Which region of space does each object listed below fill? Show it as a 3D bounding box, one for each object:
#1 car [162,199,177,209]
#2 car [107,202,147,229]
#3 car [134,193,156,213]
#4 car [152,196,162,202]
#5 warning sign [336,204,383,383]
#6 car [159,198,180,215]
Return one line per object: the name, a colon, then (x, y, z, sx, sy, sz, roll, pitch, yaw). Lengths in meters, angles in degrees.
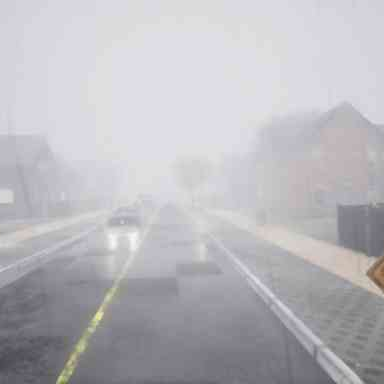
car: (-3.173, 1.690, 47.035, 1.895, 1.301, 4.718, -1, 0, -3)
car: (-4.295, 1.621, 21.899, 1.994, 1.385, 4.181, -1, 0, -4)
car: (-5.359, 1.130, 38.288, 2.150, 2.045, 5.566, -1, 0, -4)
car: (-8.078, 1.553, 77.193, 1.994, 1.385, 4.181, -1, 0, -4)
warning sign: (2.369, 1.069, 3.360, 1.300, 1.860, 1.060, -1, 0, -4)
car: (-2.260, 1.560, 34.291, 1.812, 1.442, 4.674, -1, 0, -3)
